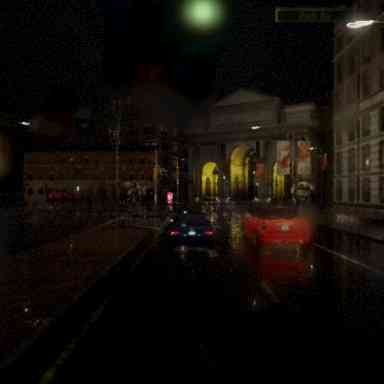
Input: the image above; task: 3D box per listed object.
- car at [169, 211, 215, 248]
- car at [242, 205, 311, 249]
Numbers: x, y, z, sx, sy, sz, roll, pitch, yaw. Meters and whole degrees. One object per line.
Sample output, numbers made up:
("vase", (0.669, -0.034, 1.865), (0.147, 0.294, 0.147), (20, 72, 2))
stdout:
("car", (0.000, 1.562, 14.650), (2.033, 1.411, 5.357), (0, 0, 0))
("car", (3.500, 1.365, 14.620), (2.097, 1.767, 4.553), (0, 0, 0))
